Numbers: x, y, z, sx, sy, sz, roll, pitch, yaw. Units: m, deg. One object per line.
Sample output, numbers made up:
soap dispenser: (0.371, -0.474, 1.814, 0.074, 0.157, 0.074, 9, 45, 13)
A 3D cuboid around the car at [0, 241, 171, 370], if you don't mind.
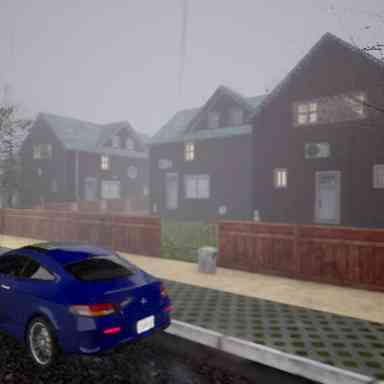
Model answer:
car: (-2.457, 1.597, 5.794, 4.674, 1.442, 1.812, 0, -1, 37)
